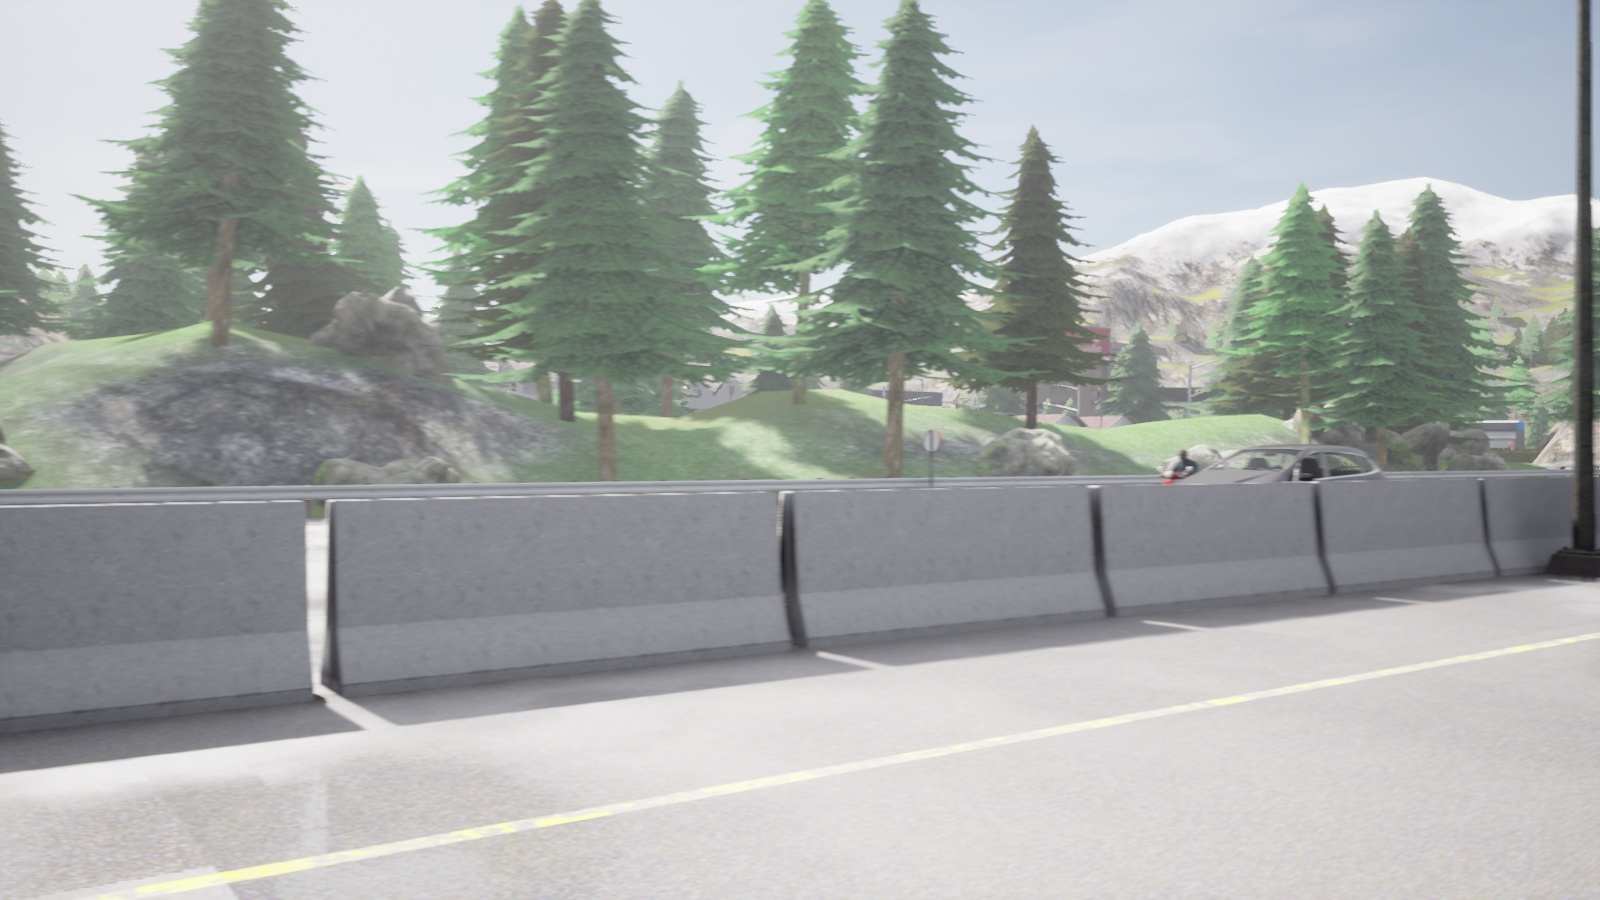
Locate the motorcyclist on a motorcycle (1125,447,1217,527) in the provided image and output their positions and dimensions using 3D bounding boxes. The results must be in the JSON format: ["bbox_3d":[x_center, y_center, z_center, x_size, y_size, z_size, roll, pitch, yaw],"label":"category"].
[{"bbox_3d":[7.697,0.737,26.043,1.817,1.590,0.866,0,0,-35],"label":"motorcyclist on a motorcycle"}]

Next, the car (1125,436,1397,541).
[{"bbox_3d":[8.155,0.620,22.101,4.611,1.667,2.242,0,0,-35],"label":"car"}]
